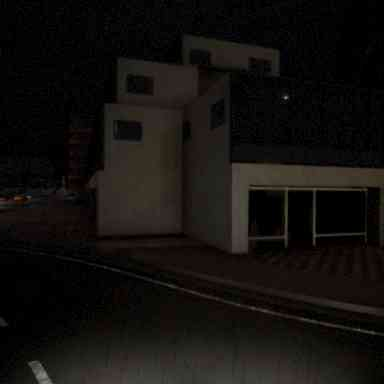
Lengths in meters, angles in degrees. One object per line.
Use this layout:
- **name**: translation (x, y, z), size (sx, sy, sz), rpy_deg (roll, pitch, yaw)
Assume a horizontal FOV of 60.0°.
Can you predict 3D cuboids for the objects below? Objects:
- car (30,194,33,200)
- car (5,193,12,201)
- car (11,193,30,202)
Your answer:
- **car**: translation (-38.701, 1.167, 78.546), size (1.895, 1.301, 4.718), rpy_deg (0, 0, -19)
- **car**: translation (-41.990, 1.066, 77.350), size (2.097, 1.767, 4.553), rpy_deg (0, 0, -19)
- **car**: translation (-35.311, 1.229, 68.661), size (1.882, 1.535, 5.008), rpy_deg (0, 0, -19)
